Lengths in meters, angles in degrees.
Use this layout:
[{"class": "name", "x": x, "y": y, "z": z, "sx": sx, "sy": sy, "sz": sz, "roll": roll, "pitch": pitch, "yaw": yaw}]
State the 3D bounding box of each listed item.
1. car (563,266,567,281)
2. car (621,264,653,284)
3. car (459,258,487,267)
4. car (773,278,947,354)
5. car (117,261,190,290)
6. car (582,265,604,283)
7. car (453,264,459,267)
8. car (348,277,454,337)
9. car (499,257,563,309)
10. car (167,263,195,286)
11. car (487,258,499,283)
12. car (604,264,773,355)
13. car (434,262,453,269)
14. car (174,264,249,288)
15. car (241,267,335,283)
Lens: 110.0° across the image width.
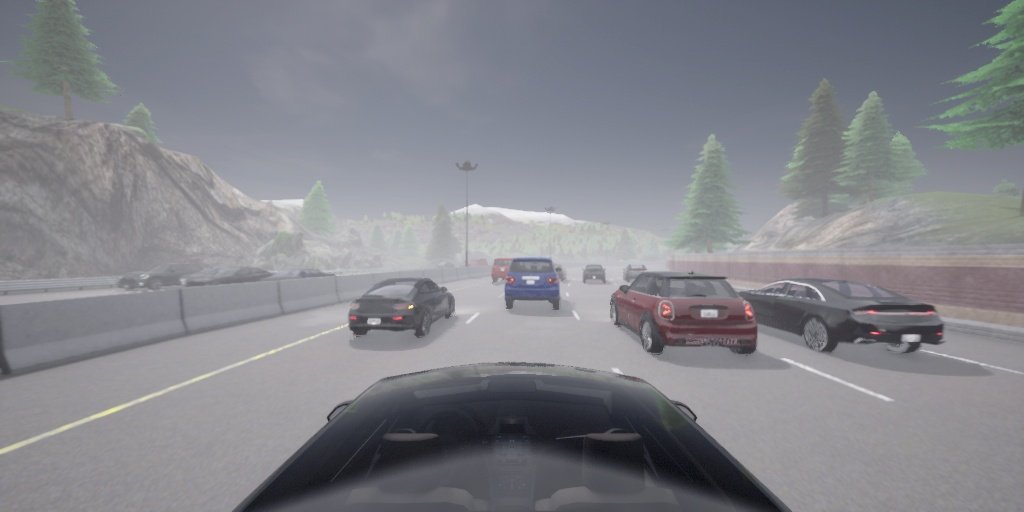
[{"class": "car", "x": 3.967, "y": 1.466, "z": 32.888, "sx": 1.882, "sy": 1.535, "sz": 5.008, "roll": 0, "pitch": 0, "yaw": 13}, {"class": "car", "x": 10.759, "y": 1.471, "z": 31.195, "sx": 2.128, "sy": 1.511, "sz": 4.902, "roll": 0, "pitch": 0, "yaw": 13}, {"class": "car", "x": -5.992, "y": 1.406, "z": 59.595, "sx": 2.150, "sy": 2.045, "sz": 5.566, "roll": 0, "pitch": 0, "yaw": 23}, {"class": "car", "x": 7.428, "y": 1.301, "z": 8.968, "sx": 2.128, "sy": 1.511, "sz": 4.902, "roll": 0, "pitch": 0, "yaw": 3}, {"class": "car", "x": -22.843, "y": 1.256, "z": 23.745, "sx": 2.097, "sy": 1.767, "sz": 4.553, "roll": 0, "pitch": 0, "yaw": 8}, {"class": "car", "x": 7.187, "y": 1.483, "z": 31.327, "sx": 1.837, "sy": 1.490, "sz": 4.892, "roll": 0, "pitch": 0, "yaw": 13}, {"class": "car", "x": -8.007, "y": 1.742, "z": 63.759, "sx": 1.812, "sy": 1.442, "sz": 4.674, "roll": 0, "pitch": 0, "yaw": 23}, {"class": "car", "x": -2.998, "y": 1.340, "z": 10.479, "sx": 1.812, "sy": 1.442, "sz": 4.674, "roll": 0, "pitch": 0, "yaw": 4}, {"class": "car", "x": 1.003, "y": 1.079, "z": 15.861, "sx": 2.150, "sy": 2.045, "sz": 5.566, "roll": 0, "pitch": 0, "yaw": 7}, {"class": "car", "x": -19.296, "y": 1.399, "z": 23.942, "sx": 2.128, "sy": 1.511, "sz": 4.902, "roll": 0, "pitch": 0, "yaw": 9}, {"class": "car", "x": -0.164, "y": 1.190, "z": 30.598, "sx": 2.150, "sy": 2.045, "sz": 5.566, "roll": 0, "pitch": 0, "yaw": 12}, {"class": "car", "x": 3.951, "y": 1.160, "z": 9.098, "sx": 2.097, "sy": 1.767, "sz": 4.553, "roll": 0, "pitch": 0, "yaw": 3}, {"class": "car", "x": -11.923, "y": 1.738, "z": 63.517, "sx": 1.812, "sy": 1.442, "sz": 4.674, "roll": 0, "pitch": 0, "yaw": 23}, {"class": "car", "x": -16.176, "y": 1.364, "z": 20.973, "sx": 1.882, "sy": 1.535, "sz": 5.008, "roll": 0, "pitch": 0, "yaw": 8}, {"class": "car", "x": -12.662, "y": 1.438, "z": 21.230, "sx": 2.033, "sy": 1.411, "sz": 5.357, "roll": 0, "pitch": 0, "yaw": 8}]
